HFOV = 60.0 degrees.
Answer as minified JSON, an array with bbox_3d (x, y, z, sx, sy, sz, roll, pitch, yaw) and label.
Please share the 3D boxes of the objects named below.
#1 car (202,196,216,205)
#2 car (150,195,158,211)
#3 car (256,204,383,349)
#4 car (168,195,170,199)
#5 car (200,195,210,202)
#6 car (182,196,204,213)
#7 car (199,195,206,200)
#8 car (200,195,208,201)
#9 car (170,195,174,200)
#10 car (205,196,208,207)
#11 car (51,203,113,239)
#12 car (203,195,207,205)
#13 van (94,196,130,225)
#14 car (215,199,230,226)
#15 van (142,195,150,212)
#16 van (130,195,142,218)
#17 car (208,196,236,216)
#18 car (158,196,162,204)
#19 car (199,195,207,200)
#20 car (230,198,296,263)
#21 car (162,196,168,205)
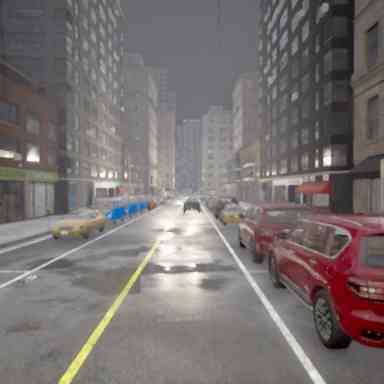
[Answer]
[{"bbox_3d":[2.846,1.443,56.475,2.008,1.369,4.403,-1,0,0],"label":"car"},{"bbox_3d":[-5.689,1.244,39.715,2.192,1.841,5.009,-1,0,0],"label":"car"},{"bbox_3d":[2.846,1.306,6.202,2.192,1.841,5.009,-1,0,0],"label":"car"},{"bbox_3d":[-5.693,1.461,62.058,1.802,1.307,4.206,-1,0,0],"label":"car"},{"bbox_3d":[2.846,1.402,73.233,2.008,1.369,4.403,-1,0,0],"label":"car"},{"bbox_3d":[-0.009,1.443,35.636,1.837,1.490,4.892,0,0,0],"label":"car"},{"bbox_3d":[2.845,1.387,89.990,1.802,1.307,4.206,-1,0,0],"label":"car"},{"bbox_3d":[2.845,1.361,78.988,1.752,1.417,4.829,-1,0,0],"label":"car"},{"bbox_3d":[-5.701,1.348,89.987,1.887,1.381,4.507,-1,0,0],"label":"car"},{"bbox_3d":[2.846,1.454,39.888,1.752,1.417,4.829,-1,0,0],"label":"car"},{"bbox_3d":[-5.681,1.497,17.202,1.752,1.417,4.829,-1,0,0],"label":"car"},{"bbox_3d":[2.847,1.483,45.303,1.947,1.339,4.313,-1,0,0],"label":"car"},{"bbox_3d":[-5.684,1.303,22.957,1.690,1.788,3.998,-1,0,0],"label":"van"},{"bbox_3d":[2.847,1.488,23.130,1.752,1.417,4.829,-1,0,0],"label":"car"},{"bbox_3d":[-5.687,1.281,34.129,1.690,1.788,3.998,-1,0,0],"label":"van"},{"bbox_3d":[-5.686,1.292,28.544,1.690,1.788,3.998,-1,0,0],"label":"van"},{"bbox_3d":[2.845,1.267,28.545,2.192,1.841,5.009,-1,0,0],"label":"car"},{"bbox_3d":[-5.689,1.357,45.301,1.967,1.590,4.097,-1,0,0],"label":"car"},{"bbox_3d":[2.845,1.386,84.405,1.947,1.339,4.313,-1,0,0],"label":"car"},{"bbox_3d":[2.846,1.297,11.788,2.192,1.841,5.009,-1,0,0],"label":"car"},{"bbox_3d":[-5.693,1.332,56.472,1.967,1.590,4.097,-1,0,0],"label":"car"}]
